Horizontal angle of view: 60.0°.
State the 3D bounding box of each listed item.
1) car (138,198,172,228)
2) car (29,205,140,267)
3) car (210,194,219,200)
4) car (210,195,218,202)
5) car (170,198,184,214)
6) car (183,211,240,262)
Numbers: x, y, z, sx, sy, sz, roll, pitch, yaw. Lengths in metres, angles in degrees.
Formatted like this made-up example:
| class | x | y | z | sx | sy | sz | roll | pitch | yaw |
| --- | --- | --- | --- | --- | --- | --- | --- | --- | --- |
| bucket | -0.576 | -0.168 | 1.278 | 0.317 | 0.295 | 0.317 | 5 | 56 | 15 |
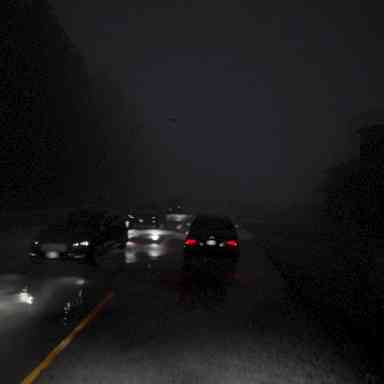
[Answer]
| class | x | y | z | sx | sy | sz | roll | pitch | yaw |
| --- | --- | --- | --- | --- | --- | --- | --- | --- | --- |
| car | -2.735 | 1.376 | 21.425 | 1.837 | 1.490 | 4.892 | 2 | 0 | 4 |
| car | -3.451 | 1.368 | 11.077 | 2.128 | 1.511 | 4.902 | 2 | 0 | 4 |
| car | 5.912 | 1.386 | 87.386 | 2.033 | 1.411 | 5.357 | 2 | 0 | 4 |
| car | 5.194 | 1.492 | 76.990 | 2.128 | 1.511 | 4.902 | 2 | 0 | 4 |
| car | -1.837 | 1.370 | 34.022 | 1.837 | 1.490 | 4.892 | 2 | 1 | 4 |
| car | 0.736 | 1.540 | 12.259 | 2.033 | 1.411 | 5.357 | 2 | 0 | 4 |
